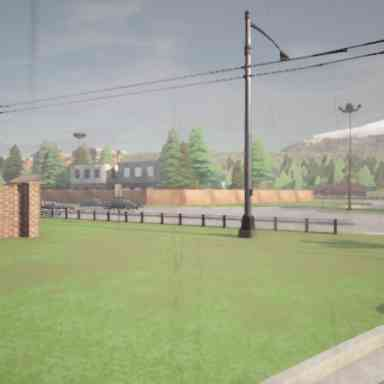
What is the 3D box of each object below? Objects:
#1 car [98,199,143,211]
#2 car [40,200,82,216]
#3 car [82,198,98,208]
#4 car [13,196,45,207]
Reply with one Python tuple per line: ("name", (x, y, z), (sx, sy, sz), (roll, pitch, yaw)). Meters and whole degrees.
("car", (-8.667, 1.537, 41.383), (5.357, 1.411, 2.033), (0, 0, 29))
("car", (-13.258, 1.595, 31.922), (4.718, 1.301, 1.895), (0, 0, 29))
("car", (-14.370, 1.553, 48.572), (4.181, 1.385, 1.994), (0, 0, 29))
("car", (-24.645, 1.471, 50.297), (5.008, 1.535, 1.882), (0, 0, 29))
